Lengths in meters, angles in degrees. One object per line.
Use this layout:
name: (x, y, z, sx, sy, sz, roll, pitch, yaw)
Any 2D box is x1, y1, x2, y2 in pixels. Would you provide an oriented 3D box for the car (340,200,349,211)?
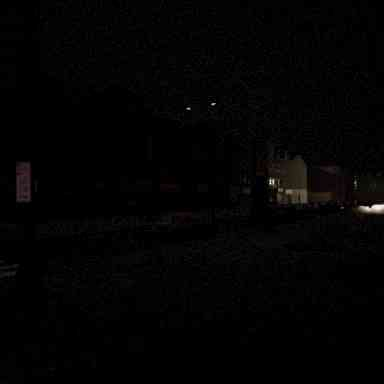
car: (19.044, 1.789, 44.269, 1.967, 1.590, 4.097, -1, -1, 35)

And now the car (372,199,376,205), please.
car: (35.297, 2.217, 67.224, 1.887, 1.381, 4.507, -1, -2, 35)

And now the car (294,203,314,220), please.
car: (9.294, 1.749, 30.493, 2.008, 1.369, 4.403, -1, -1, 35)

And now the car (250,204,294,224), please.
car: (6.044, 1.721, 25.901, 1.947, 1.339, 4.313, -1, -1, 35)

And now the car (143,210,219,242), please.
car: (-0.360, 1.605, 16.857, 1.752, 1.417, 4.829, -1, -1, 35)

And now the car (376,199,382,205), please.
car: (45.048, 2.465, 80.997, 2.008, 1.369, 4.403, -2, -2, 35)

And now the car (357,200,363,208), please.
car: (25.546, 2.019, 53.451, 2.008, 1.369, 4.403, -1, -1, 35)

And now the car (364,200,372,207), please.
car: (32.048, 2.152, 62.634, 2.008, 1.369, 4.403, -1, -2, 35)

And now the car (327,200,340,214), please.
car: (15.794, 1.840, 39.676, 1.887, 1.381, 4.507, -1, -1, 35)

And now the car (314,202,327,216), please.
car: (12.544, 1.827, 35.084, 1.802, 1.307, 4.206, -1, -1, 35)

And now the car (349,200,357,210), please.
car: (22.296, 1.958, 48.859, 2.008, 1.369, 4.403, -1, -1, 35)
